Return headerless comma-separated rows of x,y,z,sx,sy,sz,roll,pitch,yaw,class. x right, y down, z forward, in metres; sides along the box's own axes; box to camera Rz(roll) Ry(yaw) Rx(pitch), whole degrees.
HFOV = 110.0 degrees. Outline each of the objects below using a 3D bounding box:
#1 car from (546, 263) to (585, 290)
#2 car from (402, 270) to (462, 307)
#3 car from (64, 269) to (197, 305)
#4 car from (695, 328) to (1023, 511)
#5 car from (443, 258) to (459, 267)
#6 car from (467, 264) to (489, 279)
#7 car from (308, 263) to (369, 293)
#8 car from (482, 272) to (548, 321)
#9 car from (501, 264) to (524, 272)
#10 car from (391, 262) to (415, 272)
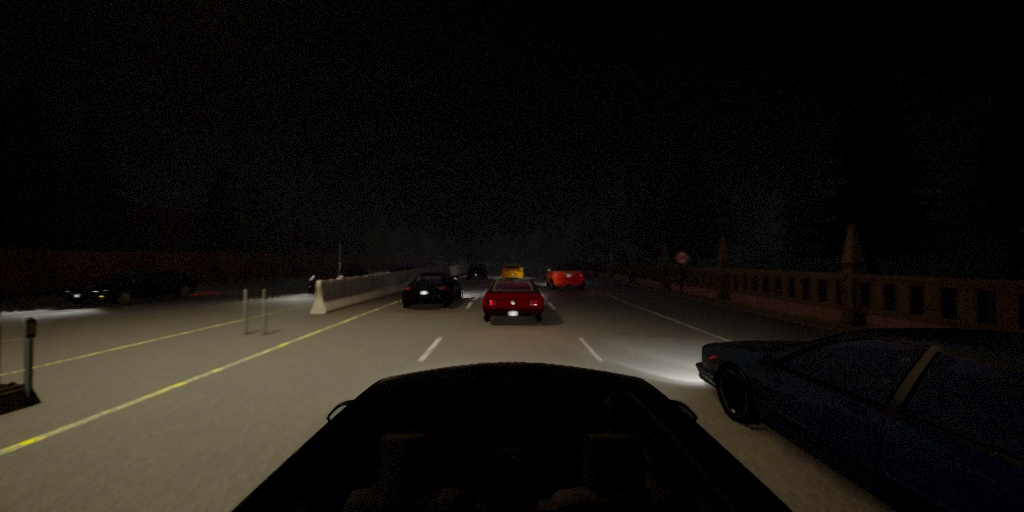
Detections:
3.543,1.268,24.451,2.097,1.767,4.553,0,-1,0,car
-3.463,1.430,16.121,1.994,1.385,4.181,0,0,0,car
-17.666,1.404,16.978,1.837,1.490,4.892,0,-1,0,car
3.587,1.299,2.725,2.033,1.411,5.357,0,0,0,car
-10.528,1.453,62.539,2.150,2.045,5.566,0,0,1,car
-3.440,1.528,36.525,1.837,1.490,4.892,0,0,0,car
-10.659,1.278,22.400,2.097,1.767,4.553,0,0,0,car
0.034,1.436,12.882,1.895,1.301,4.718,0,0,0,car
0.056,1.465,32.964,1.882,1.535,5.008,0,0,0,car
-14.107,1.715,46.193,1.895,1.301,4.718,0,0,0,car
